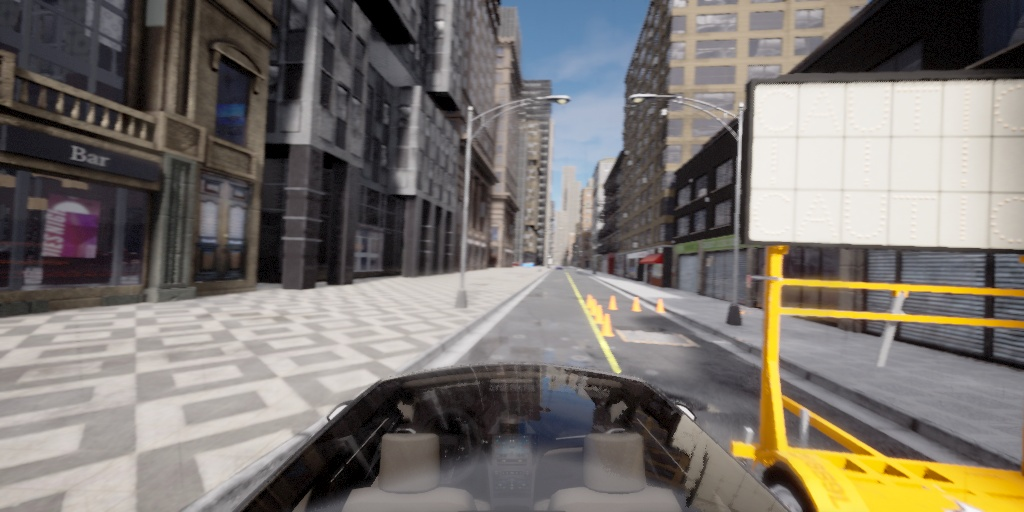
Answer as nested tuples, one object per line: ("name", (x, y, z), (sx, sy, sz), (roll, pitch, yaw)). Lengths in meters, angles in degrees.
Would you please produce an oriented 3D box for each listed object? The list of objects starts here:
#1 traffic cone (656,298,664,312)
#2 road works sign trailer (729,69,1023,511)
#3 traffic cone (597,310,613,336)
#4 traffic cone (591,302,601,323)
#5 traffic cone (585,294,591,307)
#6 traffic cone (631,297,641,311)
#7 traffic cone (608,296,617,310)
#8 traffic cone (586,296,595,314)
("traffic cone", (6.417, 2.129, 15.557), (0.340, 0.580, 0.340), (0, 0, 8))
("road works sign trailer", (2.953, 0.356, 2.921), (2.380, 3.560, 2.880), (0, 0, 8))
("traffic cone", (2.634, 1.904, 10.022), (0.340, 0.580, 0.340), (0, 0, 8))
("traffic cone", (2.905, 1.937, 12.004), (0.340, 0.580, 0.340), (0, 0, 8))
("traffic cone", (3.448, 2.002, 15.966), (0.340, 0.580, 0.340), (0, 0, 8))
("traffic cone", (5.427, 2.087, 15.694), (0.340, 0.580, 0.340), (0, 0, 8))
("traffic cone", (4.438, 2.044, 15.830), (0.340, 0.580, 0.340), (0, 0, 8))
("traffic cone", (3.177, 1.969, 13.985), (0.340, 0.580, 0.340), (0, 0, 8))
